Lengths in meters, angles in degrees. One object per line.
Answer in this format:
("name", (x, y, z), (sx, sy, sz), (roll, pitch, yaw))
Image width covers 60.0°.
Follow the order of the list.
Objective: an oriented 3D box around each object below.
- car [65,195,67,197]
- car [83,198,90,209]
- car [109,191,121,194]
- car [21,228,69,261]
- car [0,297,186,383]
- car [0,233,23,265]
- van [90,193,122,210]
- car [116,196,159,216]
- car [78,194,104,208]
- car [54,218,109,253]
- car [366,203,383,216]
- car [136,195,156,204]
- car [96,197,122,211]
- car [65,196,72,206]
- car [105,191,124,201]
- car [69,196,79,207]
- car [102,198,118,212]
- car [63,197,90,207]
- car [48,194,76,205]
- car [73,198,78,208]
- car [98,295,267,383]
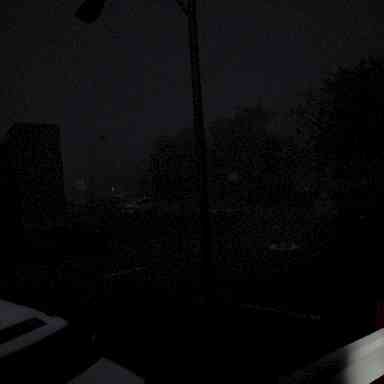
("car", (-25.409, 1.801, 70.959), (2.435, 2.045, 5.566), (-3, 4, 36))
("car", (-15.194, 2.073, 56.095), (2.097, 1.535, 5.008), (-2, 4, 35))
("car", (-16.773, 1.370, 67.772), (2.150, 2.045, 5.566), (-5, 3, -34))
("car", (-10.551, 3.399, 21.460), (4.792, 1.488, 2.163), (-3, 2, 34))
("car", (-3.117, 3.363, 5.902), (5.566, 2.045, 2.435), (-1, 4, 34))
("car", (-12.957, 3.352, 19.703), (5.566, 2.045, 2.435), (-3, 2, 34))
("van", (-13.578, 1.863, 53.510), (1.878, 1.987, 4.442), (-2, 4, 35))
("car", (-6.687, 1.847, 43.696), (2.435, 2.045, 5.566), (-2, 4, 35))
("car", (-16.939, 1.947, 58.540), (2.185, 1.767, 4.553), (-2, 4, 35))
("car", (-8.242, 2.891, 23.193), (5.566, 2.045, 2.435), (-3, 3, 34))
("car", (15.684, 1.441, 26.052), (1.812, 1.442, 4.674), (-4, 1, -10))
("car", (-8.833, 1.427, 63.401), (1.994, 1.385, 4.181), (-5, 3, -35))
("car", (-11.794, 2.123, 51.148), (2.002, 1.452, 4.674), (-2, 4, 35))
("car", (-21.992, 1.929, 66.010), (2.185, 1.767, 4.553), (-2, 4, 36))
("car", (-17.926, 0.900, 76.400), (2.150, 2.045, 5.566), (-5, 3, -35))
("car", (-20.294, 1.933, 63.535), (2.185, 1.767, 4.553), (-2, 4, 36))
("car", (-9.977, 2.068, 48.828), (1.946, 1.575, 5.366), (-2, 4, 35))
("car", (-23.692, 2.082, 68.499), (2.163, 1.488, 4.792), (-3, 4, 36))
("car", (-30.519, 1.802, 78.388), (2.435, 2.045, 5.566), (-3, 4, 35))
("car", (-18.606, 2.105, 61.045), (2.002, 1.452, 4.674), (-2, 4, 36))
("car", (-0.665, 3.405, 7.694), (4.792, 1.488, 2.163), (-1, 4, 34))
